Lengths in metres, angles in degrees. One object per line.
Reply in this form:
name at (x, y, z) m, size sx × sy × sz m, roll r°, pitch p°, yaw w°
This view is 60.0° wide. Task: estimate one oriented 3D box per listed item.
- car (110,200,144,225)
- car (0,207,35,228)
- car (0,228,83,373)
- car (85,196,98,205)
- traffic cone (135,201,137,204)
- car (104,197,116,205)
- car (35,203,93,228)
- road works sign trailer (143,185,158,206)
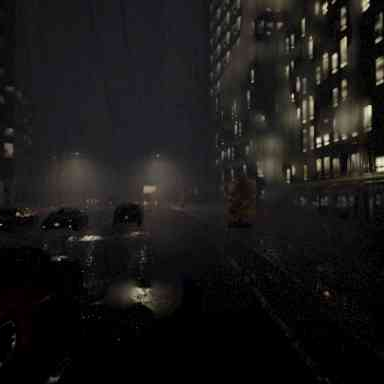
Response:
car at (-4.619, 1.544, 24.584) m, size 1.882 × 1.535 × 5.008 m, roll 0°, pitch 0°, yaw -6°
car at (-10.840, 1.599, 19.812) m, size 2.033 × 1.411 × 5.357 m, roll 0°, pitch 0°, yaw -5°
car at (-3.315, 1.583, 5.583) m, size 1.994 × 1.385 × 4.181 m, roll 0°, pitch 0°, yaw -1°
car at (-18.232, 1.487, 60.605) m, size 2.097 × 1.767 × 4.553 m, roll 0°, pitch 0°, yaw -15°
traffic cone at (-10.504, 2.133, 64.261) m, size 0.340 × 0.580 × 0.340 m, roll 0°, pitch 0°, yaw -15°
car at (-14.911, 1.674, 60.791) m, size 1.812 × 1.442 × 4.674 m, roll 0°, pitch 0°, yaw -15°
car at (-7.675, 1.619, 20.441) m, size 1.994 × 1.385 × 4.181 m, roll 0°, pitch 0°, yaw -5°
road works sign trailer at (-7.311, 0.630, 57.885) m, size 2.380 × 3.560 × 2.880 m, roll 0°, pitch 0°, yaw -15°
